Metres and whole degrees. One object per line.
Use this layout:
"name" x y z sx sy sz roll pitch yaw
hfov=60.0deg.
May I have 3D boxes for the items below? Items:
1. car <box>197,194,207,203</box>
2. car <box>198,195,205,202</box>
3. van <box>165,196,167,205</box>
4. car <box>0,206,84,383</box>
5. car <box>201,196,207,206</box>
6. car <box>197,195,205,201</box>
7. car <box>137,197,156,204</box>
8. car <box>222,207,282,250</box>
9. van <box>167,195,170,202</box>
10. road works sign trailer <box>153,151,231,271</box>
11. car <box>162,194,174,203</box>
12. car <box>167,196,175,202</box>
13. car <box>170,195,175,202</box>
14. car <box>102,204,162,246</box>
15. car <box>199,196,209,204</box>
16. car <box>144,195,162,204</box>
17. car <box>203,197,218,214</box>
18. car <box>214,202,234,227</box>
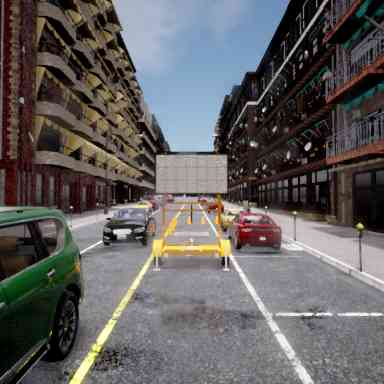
"car" 2.456 1.541 80.673 2.192 1.841 5.009 1 0 0
"car" 2.513 1.676 58.548 1.887 1.381 4.507 1 0 0
"van" -5.355 1.452 53.069 1.690 1.788 3.998 2 0 0
"car" -2.745 1.224 3.004 2.150 2.045 5.566 0 0 0
"car" 2.534 1.628 41.956 2.008 1.369 4.403 1 0 0
"car" 2.439 1.723 91.735 1.967 1.590 4.097 1 0 0
"car" -5.338 1.588 36.308 1.752 1.417 4.829 2 0 0
"car" 2.569 1.561 14.302 1.887 1.381 4.507 1 0 0
"van" -5.362 1.472 58.601 1.690 1.788 3.998 1 0 0
"road works sign trailer" -0.012 0.475 10.965 2.380 3.560 2.880 0 0 0
"car" -5.383 1.516 75.191 2.192 1.841 5.009 1 0 0
"car" -5.403 1.819 86.253 1.947 1.339 4.313 1 0 0
"car" -5.376 1.492 69.661 2.192 1.841 5.009 1 0 0
"car" -2.771 1.509 15.502 2.128 1.511 4.902 0 0 0
"car" 2.509 1.616 69.610 1.967 1.590 4.097 1 0 0
"car" -5.340 1.392 42.010 2.192 1.841 5.009 2 0 0
"car" 2.541 1.608 36.425 1.887 1.381 4.507 1 0 0
"car" 2.562 1.551 20.004 1.752 1.417 4.829 1 0 0
